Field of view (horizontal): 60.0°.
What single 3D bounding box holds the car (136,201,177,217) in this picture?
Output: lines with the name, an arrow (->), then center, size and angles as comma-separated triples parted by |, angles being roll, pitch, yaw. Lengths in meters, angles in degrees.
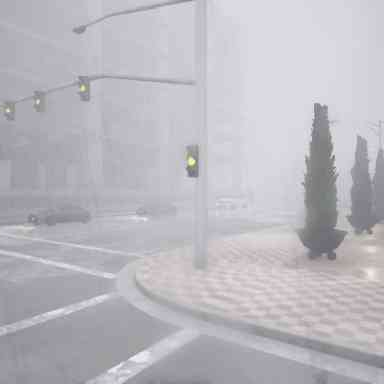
car -> -3.310, 1.564, 31.331 | 1.994, 1.385, 4.181 | 0, 0, 36

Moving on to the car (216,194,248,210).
car -> 5.269, 1.221, 43.155 | 2.150, 2.045, 5.566 | 0, 0, 36

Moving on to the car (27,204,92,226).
car -> -9.162, 1.564, 23.249 | 1.994, 1.385, 4.181 | 0, 0, 36
